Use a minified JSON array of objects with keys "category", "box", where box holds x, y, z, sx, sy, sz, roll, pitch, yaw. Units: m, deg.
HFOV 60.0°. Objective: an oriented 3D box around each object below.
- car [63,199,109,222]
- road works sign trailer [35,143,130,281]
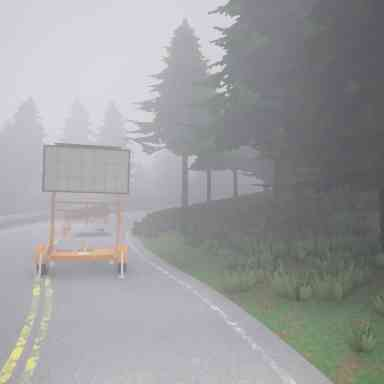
[{"category":"car","box":[-7.842,1.333,25.059,1.882,1.535,5.008,-1,0,6]},{"category":"road works sign trailer","box":[-3.089,0.425,9.784,2.380,3.560,2.880,2,0,-15]}]
